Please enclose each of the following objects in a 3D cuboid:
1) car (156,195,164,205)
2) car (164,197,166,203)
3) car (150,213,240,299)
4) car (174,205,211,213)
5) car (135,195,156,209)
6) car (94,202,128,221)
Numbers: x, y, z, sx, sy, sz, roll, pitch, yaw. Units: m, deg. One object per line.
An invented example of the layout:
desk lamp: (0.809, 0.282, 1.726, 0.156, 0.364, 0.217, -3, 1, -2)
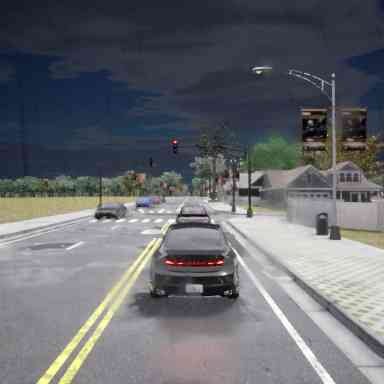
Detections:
car: (-6.670, 1.356, 58.402, 2.097, 1.767, 4.553, 0, 0, 0)
car: (-6.609, 1.557, 69.704, 1.994, 1.385, 4.181, 0, 0, 0)
car: (0.070, 1.510, 8.476, 1.837, 1.490, 4.892, 0, 0, 1)
car: (0.045, 1.501, 18.746, 2.128, 1.511, 4.902, 0, 0, -2)
car: (-6.668, 1.485, 46.510, 1.882, 1.535, 5.008, 0, 0, 0)
car: (-6.645, 1.558, 27.917, 2.033, 1.411, 5.357, 0, 0, 0)
